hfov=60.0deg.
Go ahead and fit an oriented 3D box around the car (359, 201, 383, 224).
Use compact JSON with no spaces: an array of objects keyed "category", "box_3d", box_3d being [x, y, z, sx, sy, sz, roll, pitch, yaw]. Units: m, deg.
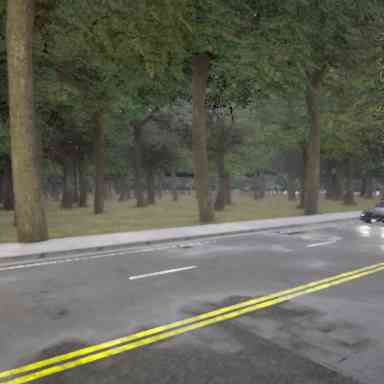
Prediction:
[{"category":"car","box_3d":[12.646,1.221,20.776,5.357,1.411,2.033,-1,1,-36]}]
